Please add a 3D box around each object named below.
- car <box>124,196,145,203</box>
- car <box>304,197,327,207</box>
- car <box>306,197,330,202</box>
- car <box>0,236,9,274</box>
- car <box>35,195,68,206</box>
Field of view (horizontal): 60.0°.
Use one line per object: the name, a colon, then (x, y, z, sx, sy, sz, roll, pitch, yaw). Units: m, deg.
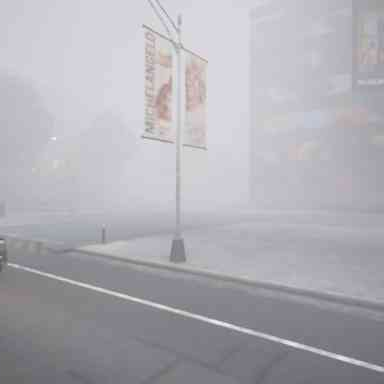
car: (-10.803, 1.488, 63.577, 1.812, 1.442, 4.674, 0, 0, 37)
car: (19.739, 1.552, 53.012, 2.161, 1.482, 4.786, 0, 0, 36)
car: (15.788, 1.432, 40.759, 2.002, 1.452, 4.674, 0, 0, 36)
car: (-6.840, 1.443, 9.047, 4.902, 1.511, 2.128, 0, 0, 37)
car: (-21.035, 1.205, 49.937, 2.097, 1.767, 4.553, 0, 0, 37)
